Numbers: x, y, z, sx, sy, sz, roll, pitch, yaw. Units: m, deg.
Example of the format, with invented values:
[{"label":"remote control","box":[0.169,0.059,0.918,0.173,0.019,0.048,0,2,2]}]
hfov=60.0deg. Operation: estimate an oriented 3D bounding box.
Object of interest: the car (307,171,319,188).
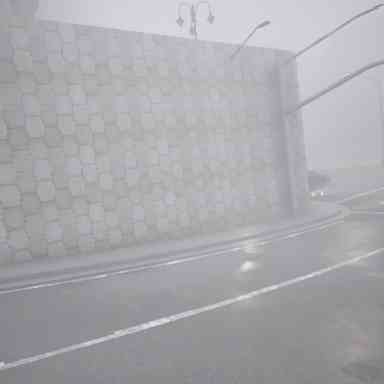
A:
[{"label":"car","box":[8.042,-0.736,29.581,2.033,1.411,5.357,-11,7,-35]}]

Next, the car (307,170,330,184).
[{"label":"car","box":[10.711,-1.341,31.788,1.837,1.490,4.892,-11,6,-34]}]
